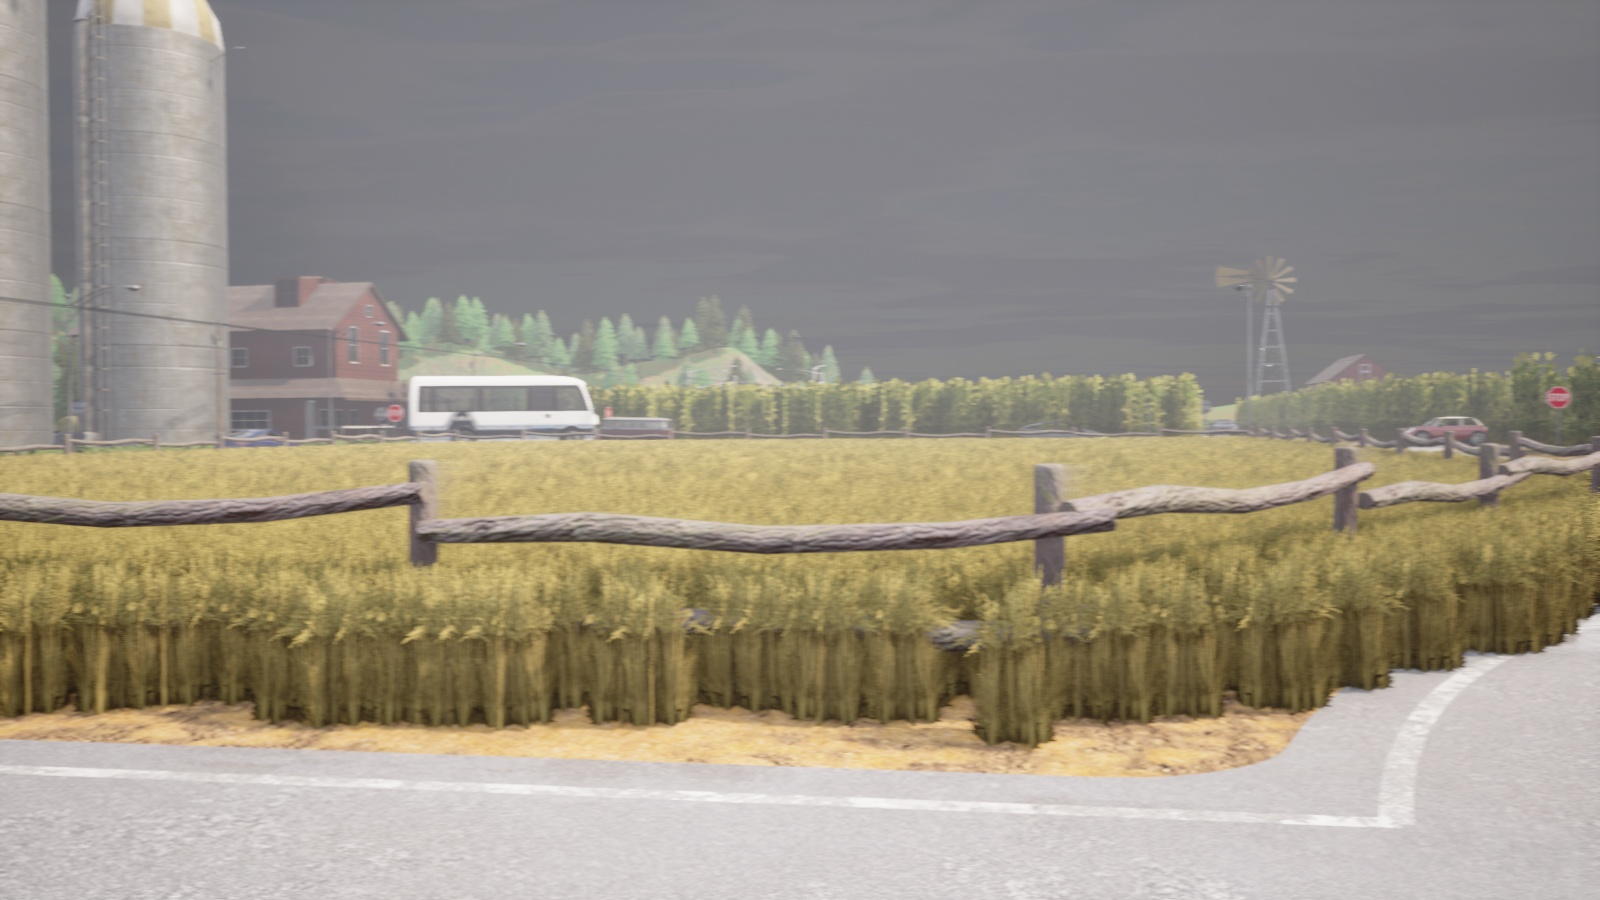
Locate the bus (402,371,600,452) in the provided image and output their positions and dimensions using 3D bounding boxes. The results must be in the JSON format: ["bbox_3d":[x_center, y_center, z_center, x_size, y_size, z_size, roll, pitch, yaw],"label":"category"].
[{"bbox_3d":[-16.333,-2.069,69.054,10.273,4.253,3.944,0,1,-13],"label":"bus"}]

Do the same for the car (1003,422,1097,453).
[{"bbox_3d":[12.461,-0.626,62.661,4.514,1.525,2.007,0,1,11],"label":"car"}]

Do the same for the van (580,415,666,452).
[{"bbox_3d":[-9.894,-0.930,70.303,4.442,1.987,1.775,1,1,11],"label":"van"}]

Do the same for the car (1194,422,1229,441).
[{"bbox_3d":[30.285,-1.365,92.537,1.994,1.385,4.181,0,1,12],"label":"car"}]

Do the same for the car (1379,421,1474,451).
[{"bbox_3d":[30.950,-0.718,62.110,3.806,1.475,1.970,0,1,11],"label":"car"}]

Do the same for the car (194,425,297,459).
[{"bbox_3d":[-24.363,-0.379,55.387,1.812,1.442,4.674,0,1,11],"label":"car"}]
